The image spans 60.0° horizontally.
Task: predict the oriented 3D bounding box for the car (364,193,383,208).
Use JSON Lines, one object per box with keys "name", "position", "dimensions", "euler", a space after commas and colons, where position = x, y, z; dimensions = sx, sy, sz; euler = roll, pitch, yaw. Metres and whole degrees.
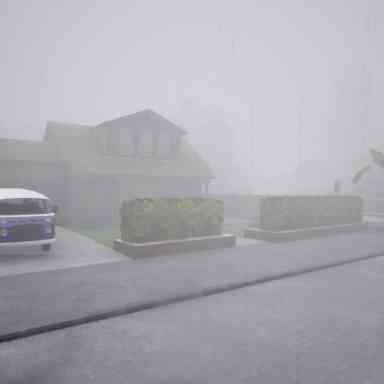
{"name": "car", "position": [23.130, 0.985, 40.297], "dimensions": [3.866, 1.878, 1.905], "euler": [0, 0, 0]}
